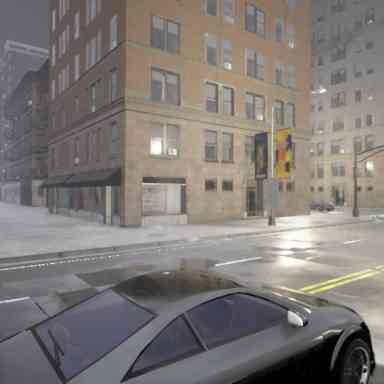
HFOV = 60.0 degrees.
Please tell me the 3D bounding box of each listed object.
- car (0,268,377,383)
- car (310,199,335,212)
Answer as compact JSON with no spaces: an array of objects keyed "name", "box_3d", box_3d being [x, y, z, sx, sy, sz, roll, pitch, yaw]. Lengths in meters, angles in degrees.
[{"name":"car","box_3d":[0.149,1.564,3.566,4.181,1.385,1.994,0,0,-36]},{"name":"car","box_3d":[14.072,1.552,38.131,1.994,1.385,4.181,0,0,-36]}]
